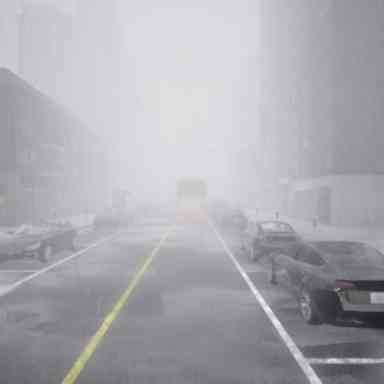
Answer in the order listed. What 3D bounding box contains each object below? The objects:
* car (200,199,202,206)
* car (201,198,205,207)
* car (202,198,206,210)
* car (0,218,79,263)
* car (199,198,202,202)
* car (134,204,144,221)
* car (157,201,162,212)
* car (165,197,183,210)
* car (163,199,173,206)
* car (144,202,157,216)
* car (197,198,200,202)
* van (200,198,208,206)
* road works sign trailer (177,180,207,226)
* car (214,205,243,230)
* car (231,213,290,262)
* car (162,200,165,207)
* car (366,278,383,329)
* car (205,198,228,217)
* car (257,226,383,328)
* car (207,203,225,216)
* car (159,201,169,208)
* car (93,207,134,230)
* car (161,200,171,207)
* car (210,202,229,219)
[{"bbox_3d":[2.843,2.291,56.801,2.008,1.369,4.403,0,-1,0],"label":"car"},{"bbox_3d":[2.844,2.109,51.279,1.967,1.590,4.097,0,-1,0],"label":"car"},{"bbox_3d":[2.846,2.037,45.756,1.967,1.590,4.097,0,-1,0],"label":"car"},{"bbox_3d":[-5.671,1.718,12.590,2.008,1.369,4.403,0,-1,0],"label":"car"},{"bbox_3d":[2.841,2.362,62.324,2.008,1.369,4.403,0,-1,0],"label":"car"},{"bbox_3d":[-5.676,1.965,29.164,1.802,1.307,4.206,0,-1,0],"label":"car"},{"bbox_3d":[-5.680,2.163,45.738,1.947,1.339,4.313,0,-1,0],"label":"car"},{"bbox_3d":[-3.055,1.982,58.522,2.150,2.045,5.566,0,-1,1],"label":"car"},{"bbox_3d":[-5.689,2.466,78.887,1.967,1.590,4.097,0,-1,0],"label":"car"},{"bbox_3d":[-5.678,2.071,40.214,1.887,1.381,4.507,0,-1,0],"label":"car"},{"bbox_3d":[2.839,2.270,73.373,2.192,1.841,5.009,0,-1,0],"label":"car"},{"bbox_3d":[2.837,2.367,78.896,1.690,1.788,3.998,0,-1,0],"label":"van"},{"bbox_3d":[-0.008,0.814,26.578,2.380,3.560,2.880,0,-1,0],"label":"road works sign trailer"},{"bbox_3d":[2.852,1.877,23.662,1.947,1.339,4.313,0,-1,0],"label":"car"},{"bbox_3d":[2.855,1.718,12.616,2.008,1.369,4.403,0,-1,0],"label":"car"},{"bbox_3d":[-5.681,2.235,51.263,1.947,1.339,4.313,0,-1,0],"label":"car"},{"bbox_3d":[2.858,1.604,1.568,1.802,1.307,4.206,0,-1,0],"label":"car"},{"bbox_3d":[2.849,1.770,34.711,2.192,1.841,5.009,0,-1,0],"label":"car"},{"bbox_3d":[2.856,1.661,7.092,1.947,1.339,4.313,0,-1,0],"label":"car"},{"bbox_3d":[2.847,2.054,40.402,1.752,1.417,4.829,0,-1,0],"label":"car"},{"bbox_3d":[-5.686,2.465,67.836,1.802,1.307,4.206,0,-1,0],"label":"car"},{"bbox_3d":[-5.674,1.856,23.640,1.887,1.381,4.507,0,-1,0],"label":"car"},{"bbox_3d":[-5.688,2.521,73.361,1.947,1.339,4.313,0,-1,0],"label":"car"},{"bbox_3d":[2.851,1.911,29.355,1.752,1.417,4.829,0,-1,0],"label":"car"}]
